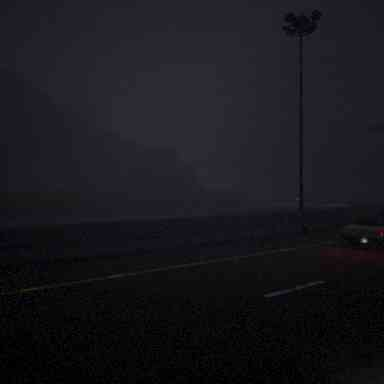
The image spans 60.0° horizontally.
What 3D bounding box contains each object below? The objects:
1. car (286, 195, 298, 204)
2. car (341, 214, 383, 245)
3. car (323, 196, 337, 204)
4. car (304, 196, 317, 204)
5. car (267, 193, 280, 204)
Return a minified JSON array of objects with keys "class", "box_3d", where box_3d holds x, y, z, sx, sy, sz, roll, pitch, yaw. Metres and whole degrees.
[{"class":"car","box_3d":[19.322,1.384,64.379,2.097,1.767,4.553,0,0,12]},{"class":"car","box_3d":[8.462,1.617,14.377,4.718,1.301,1.895,0,0,-39]},{"class":"car","box_3d":[26.308,1.472,63.407,2.128,1.511,4.902,0,0,14]},{"class":"car","box_3d":[22.892,1.548,64.153,1.837,1.490,4.892,0,1,11]},{"class":"car","box_3d":[15.844,1.315,64.778,2.150,2.045,5.566,0,0,12]}]
